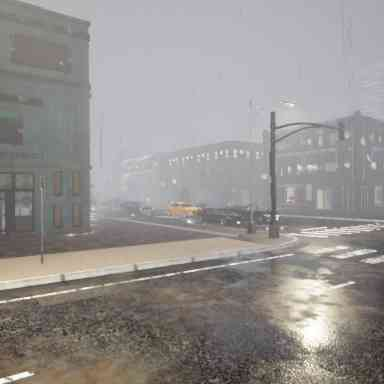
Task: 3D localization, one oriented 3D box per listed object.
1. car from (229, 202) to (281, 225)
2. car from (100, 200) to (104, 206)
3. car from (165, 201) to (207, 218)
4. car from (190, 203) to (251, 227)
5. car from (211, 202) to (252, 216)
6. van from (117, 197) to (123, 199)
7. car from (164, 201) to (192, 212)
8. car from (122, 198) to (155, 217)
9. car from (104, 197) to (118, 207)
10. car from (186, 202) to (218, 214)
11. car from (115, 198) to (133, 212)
[{"bbox_3d":[4.787,1.702,26.084,2.128,1.511,4.902,-1,0,-33],"label":"car"},{"bbox_3d":[-17.677,2.227,68.847,1.887,1.381,4.507,-1,0,-35],"label":"car"},{"bbox_3d":[-0.898,1.803,34.314,1.882,1.535,5.008,-1,0,-34],"label":"car"},{"bbox_3d":[2.046,1.814,25.251,1.947,1.339,4.313,-1,0,-35],"label":"car"},{"bbox_3d":[4.311,1.809,36.945,2.008,1.369,4.403,-2,0,-35],"label":"car"},{"bbox_3d":[-11.400,1.906,59.732,1.690,1.788,3.998,-1,0,-35],"label":"van"},{"bbox_3d":[-1.970,1.965,46.060,1.802,1.307,4.206,-1,0,-35],"label":"car"},{"bbox_3d":[-5.732,1.846,36.745,1.967,1.590,4.097,-1,0,-35],"label":"car"},{"bbox_3d":[-14.542,1.939,64.289,2.192,1.841,5.009,-1,0,-35],"label":"car"},{"bbox_3d":[1.170,1.903,41.503,1.802,1.307,4.206,-1,0,-35],"label":"car"},{"bbox_3d":[-8.120,1.947,44.821,1.882,1.535,5.008,-1,0,-34],"label":"car"}]
